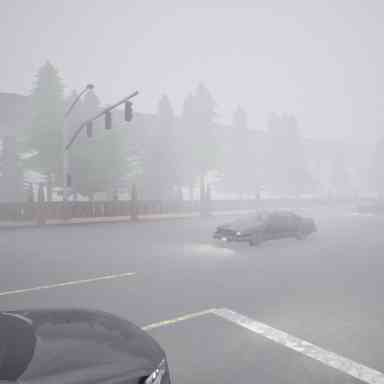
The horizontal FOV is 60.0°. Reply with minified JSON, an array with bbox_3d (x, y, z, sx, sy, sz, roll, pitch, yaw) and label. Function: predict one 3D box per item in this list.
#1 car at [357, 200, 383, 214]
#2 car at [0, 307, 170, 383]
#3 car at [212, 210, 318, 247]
[{"bbox_3d":[19.180,1.500,34.977,4.181,1.385,1.994,0,0,-36],"label":"car"},{"bbox_3d":[-2.405,1.491,2.051,4.902,1.511,2.128,0,0,-35],"label":"car"},{"bbox_3d":[3.475,1.530,15.104,5.357,1.411,2.033,0,0,-36],"label":"car"}]
